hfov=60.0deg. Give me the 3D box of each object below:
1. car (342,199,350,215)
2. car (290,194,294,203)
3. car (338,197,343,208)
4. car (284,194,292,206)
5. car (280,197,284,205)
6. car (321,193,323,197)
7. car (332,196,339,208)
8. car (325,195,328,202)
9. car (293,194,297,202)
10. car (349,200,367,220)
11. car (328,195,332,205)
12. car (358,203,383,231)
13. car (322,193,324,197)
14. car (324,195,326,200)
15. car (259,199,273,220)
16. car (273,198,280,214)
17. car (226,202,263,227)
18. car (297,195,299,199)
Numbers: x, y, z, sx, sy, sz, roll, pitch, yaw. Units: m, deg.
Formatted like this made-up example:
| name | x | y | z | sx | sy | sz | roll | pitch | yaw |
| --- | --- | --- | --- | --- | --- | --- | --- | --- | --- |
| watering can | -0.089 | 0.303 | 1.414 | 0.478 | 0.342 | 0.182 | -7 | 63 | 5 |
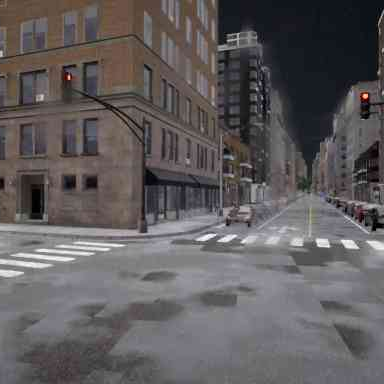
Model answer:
| name | x | y | z | sx | sy | sz | roll | pitch | yaw |
| --- | --- | --- | --- | --- | --- | --- | --- | --- | --- |
| car | 15.280 | 1.552 | 30.389 | 2.008 | 1.369 | 4.403 | 1 | 0 | 20 |
| car | 16.608 | 1.563 | 59.283 | 1.947 | 1.339 | 4.313 | 1 | 0 | 20 |
| car | 17.151 | 1.546 | 35.593 | 1.887 | 1.381 | 4.507 | 1 | 0 | 20 |
| car | 14.680 | 1.524 | 53.920 | 1.752 | 1.417 | 4.829 | 1 | 0 | 20 |
| car | 9.126 | 1.546 | 38.470 | 1.887 | 1.381 | 4.507 | 1 | 0 | 20 |
| car | 35.863 | 1.430 | 87.639 | 1.967 | 1.590 | 4.097 | 1 | 0 | 20 |
| car | 20.893 | 1.566 | 46.003 | 1.947 | 1.339 | 4.313 | 1 | 0 | 20 |
| car | 28.378 | 1.560 | 66.821 | 1.947 | 1.339 | 4.313 | 1 | 0 | 20 |
| car | 20.350 | 1.560 | 69.690 | 1.947 | 1.339 | 4.313 | 1 | 0 | 20 |
| car | 13.409 | 1.546 | 25.184 | 1.887 | 1.381 | 4.507 | 1 | 0 | 20 |
| car | 24.635 | 1.548 | 56.412 | 2.008 | 1.369 | 4.403 | 1 | 0 | 20 |
| car | 11.537 | 1.568 | 19.980 | 1.947 | 1.339 | 4.313 | 1 | 0 | 20 |
| car | 33.992 | 1.431 | 82.434 | 1.967 | 1.590 | 4.097 | 1 | 0 | 20 |
| car | 30.249 | 1.575 | 72.026 | 1.802 | 1.307 | 4.206 | 1 | 0 | 20 |
| car | 5.384 | 1.567 | 28.064 | 1.947 | 1.339 | 4.313 | 1 | 0 | 20 |
| car | 7.255 | 1.552 | 33.267 | 2.008 | 1.369 | 4.403 | 1 | 0 | 20 |
| car | 3.513 | 1.584 | 22.860 | 1.802 | 1.307 | 4.206 | 1 | 0 | 20 |
| car | 22.222 | 1.308 | 74.892 | 2.192 | 1.841 | 5.009 | 1 | 0 | 20 |
